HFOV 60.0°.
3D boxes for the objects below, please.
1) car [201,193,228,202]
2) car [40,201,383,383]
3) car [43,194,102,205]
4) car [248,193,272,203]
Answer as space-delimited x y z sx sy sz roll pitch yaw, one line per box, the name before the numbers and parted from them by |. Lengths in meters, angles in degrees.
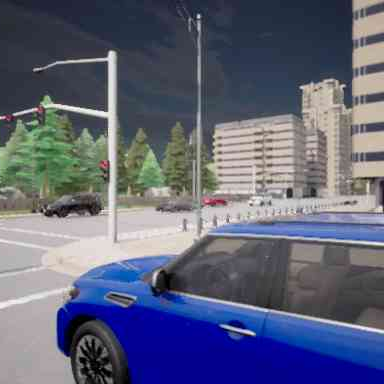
car | 3.199 1.208 49.020 2.150 2.045 5.566 0 0 36
car | 1.023 1.221 3.234 5.566 2.045 2.150 0 0 36
car | -10.602 1.207 29.749 2.150 2.045 5.566 0 0 36
car | 11.142 1.194 53.995 2.150 2.045 5.566 0 0 36
